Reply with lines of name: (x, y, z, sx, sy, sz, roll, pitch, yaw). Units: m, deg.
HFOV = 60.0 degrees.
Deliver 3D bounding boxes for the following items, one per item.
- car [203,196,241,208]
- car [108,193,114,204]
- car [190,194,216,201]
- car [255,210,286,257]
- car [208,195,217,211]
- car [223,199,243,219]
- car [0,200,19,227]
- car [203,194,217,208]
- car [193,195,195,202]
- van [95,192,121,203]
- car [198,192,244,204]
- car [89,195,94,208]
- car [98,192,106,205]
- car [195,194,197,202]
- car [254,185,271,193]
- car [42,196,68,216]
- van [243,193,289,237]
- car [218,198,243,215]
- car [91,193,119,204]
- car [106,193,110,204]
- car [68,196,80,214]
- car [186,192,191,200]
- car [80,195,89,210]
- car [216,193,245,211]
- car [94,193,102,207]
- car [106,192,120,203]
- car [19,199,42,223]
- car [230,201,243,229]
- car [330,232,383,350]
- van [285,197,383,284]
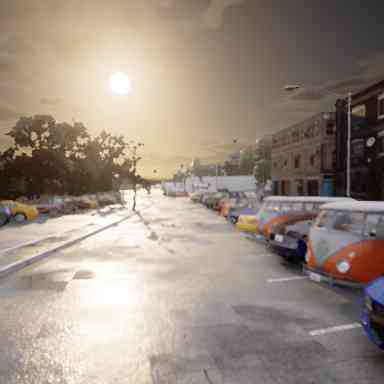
car: (3.990, 1.278, 43.937, 4.674, 1.452, 2.002, 1, 0, -23)
car: (-14.698, 1.291, 49.985, 4.674, 1.452, 2.002, -1, 1, -24)
car: (2.309, 1.139, 67.999, 4.792, 1.488, 2.163, 0, 0, -26)
car: (4.787, 1.455, 10.753, 4.792, 1.488, 2.163, 1, 0, -20)
car: (4.491, 1.306, 31.862, 5.008, 1.535, 2.097, 1, 0, -22)
car: (4.731, 1.375, 19.779, 5.008, 1.535, 2.097, 1, 1, -21)
car: (-13.475, 1.273, 20.399, 4.553, 1.767, 2.185, -1, 1, -21)
car: (4.288, 1.273, 37.896, 5.008, 1.535, 2.097, 1, 1, -23)
car: (3.210, 1.172, 55.992, 4.892, 1.521, 2.231, 1, 1, -25)
van: (-15.568, 0.965, 61.840, 4.442, 1.987, 1.878, -1, 0, -25)
car: (4.126, 1.004, 40.899, 5.566, 2.045, 2.435, 1, 1, -23)
car: (-14.044, 1.184, 38.151, 4.553, 1.767, 2.185, -1, 0, -22)
car: (-14.293, 1.154, 44.084, 4.553, 1.767, 2.185, -1, 1, -23)
car: (3.422, 1.227, 52.981, 4.674, 1.452, 2.002, 1, 0, -24)
car: (16.948, -0.242, 80.176, 2.002, 1.452, 4.674, -7, 4, -30)
car: (-13.711, 1.384, 29.264, 4.792, 1.488, 2.163, -1, 1, -21)
van: (4.650, 1.181, 13.707, 4.442, 1.987, 1.878, 1, 1, -20)
car: (4.676, 1.359, 22.797, 4.892, 1.521, 2.231, 1, 0, -21)
car: (-15.371, 1.081, 58.853, 4.553, 1.767, 2.185, -1, 1, -25)
car: (-14.497, 1.305, 47.030, 4.674, 1.452, 2.002, -1, 1, -23)
car: (-13.746, 1.368, 32.259, 4.792, 1.488, 2.163, -1, 0, -22)
car: (2.253, 1.116, 64.938, 5.366, 1.575, 1.946, 0, 1, -26)
car: (-13.877, 1.324, 35.201, 5.008, 1.535, 2.097, -1, 1, -22)
car: (4.617, 1.215, 25.816, 4.553, 1.767, 2.185, 1, 0, -21)
car: (-14.328, 1.295, 41.043, 5.366, 1.575, 1.946, -1, 1, -23)
car: (-14.751, 1.230, 53.018, 5.366, 1.575, 1.946, -1, 0, -24)
car: (-13.538, 1.384, 23.356, 5.008, 1.535, 2.097, -1, 1, -21)
car: (4.915, 1.391, 16.836, 5.366, 1.575, 1.946, 1, 0, -20)
car: (4.764, 1.457, 4.720, 5.008, 1.535, 2.097, 1, 1, -20)
van: (4.657, 1.214, 7.682, 4.442, 1.987, 1.878, 1, 1, -20)
